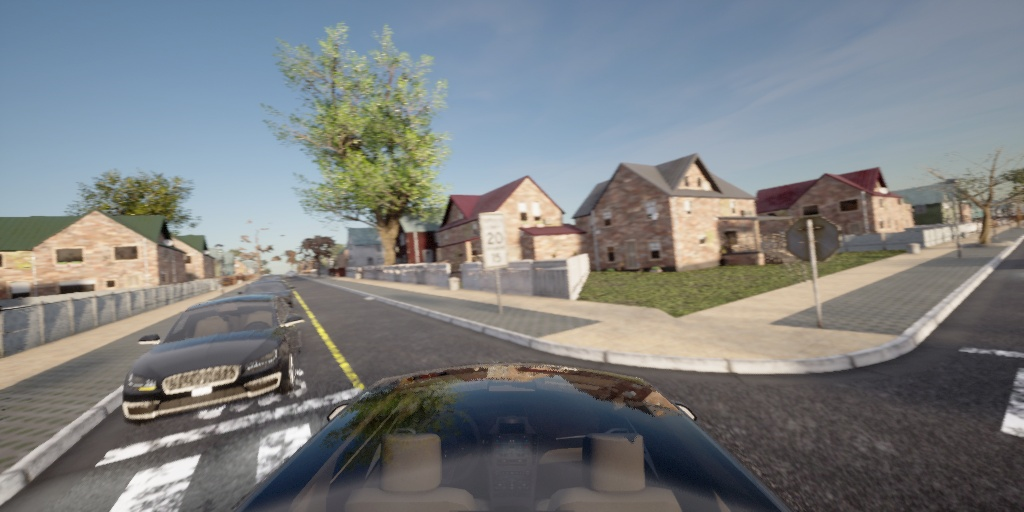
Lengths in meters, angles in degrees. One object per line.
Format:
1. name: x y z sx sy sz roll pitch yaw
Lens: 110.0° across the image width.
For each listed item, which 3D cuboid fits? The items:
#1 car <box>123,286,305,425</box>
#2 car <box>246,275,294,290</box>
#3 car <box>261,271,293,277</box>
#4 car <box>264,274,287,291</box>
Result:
1. car: -5.082 1.539 6.647 1.837 1.490 4.892 -5 0 -29
2. car: -11.229 1.876 16.498 1.882 1.535 5.008 -5 1 -33
3. car: -16.915 2.094 25.269 2.097 1.767 4.553 -5 1 -33
4. car: -25.365 2.774 38.499 1.882 1.535 5.008 -5 1 -33
